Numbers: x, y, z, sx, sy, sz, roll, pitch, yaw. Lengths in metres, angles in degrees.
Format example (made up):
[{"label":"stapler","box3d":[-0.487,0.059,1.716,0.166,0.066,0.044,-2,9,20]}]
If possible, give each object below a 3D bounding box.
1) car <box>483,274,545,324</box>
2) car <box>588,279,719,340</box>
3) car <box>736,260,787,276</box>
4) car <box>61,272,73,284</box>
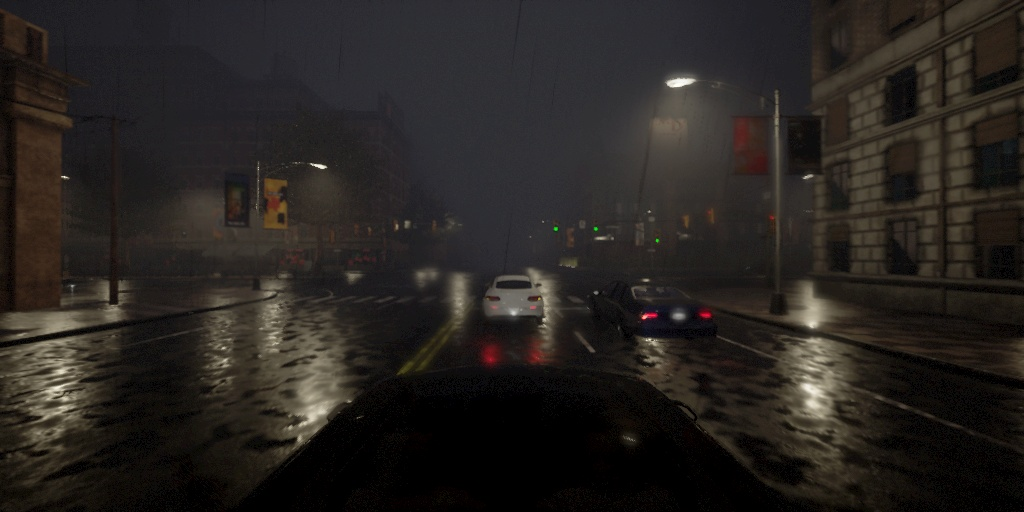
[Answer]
[{"label":"car","box3d":[0.055,1.347,12.175,1.812,1.442,4.674,0,0,0]},{"label":"car","box3d":[3.560,1.354,10.147,2.033,1.411,5.357,0,0,0]},{"label":"car","box3d":[27.067,1.347,39.051,4.553,1.767,2.097,0,0,0]},{"label":"car","box3d":[-36.773,1.462,27.540,4.674,1.442,1.812,0,0,0]}]
